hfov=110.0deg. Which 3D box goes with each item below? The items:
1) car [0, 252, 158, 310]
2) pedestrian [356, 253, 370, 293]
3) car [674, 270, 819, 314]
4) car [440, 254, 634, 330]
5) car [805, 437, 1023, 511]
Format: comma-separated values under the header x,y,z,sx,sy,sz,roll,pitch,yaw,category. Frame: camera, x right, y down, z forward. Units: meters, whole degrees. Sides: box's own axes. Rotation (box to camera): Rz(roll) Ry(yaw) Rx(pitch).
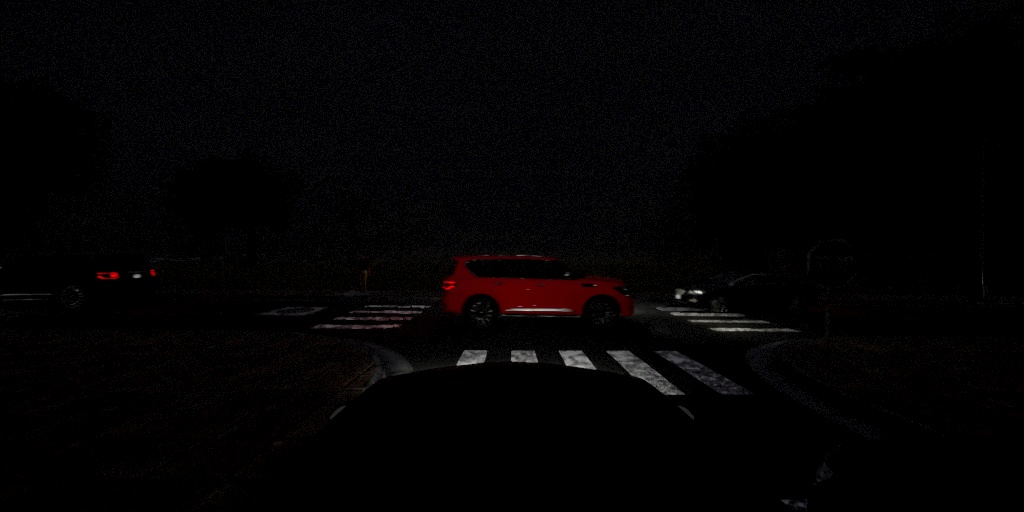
x,y,z,sx,sy,sz,roll,pitch,yaw,category
-16.933,0.856,13.636,5.566,2.045,2.150,0,1,0,car
-6.895,0.757,16.561,0.375,1.860,0.375,0,1,0,pedestrian
8.810,1.306,13.685,4.902,1.511,2.128,1,1,0,car
0.686,0.975,10.742,5.566,2.045,2.150,0,0,0,car
2.639,1.301,0.391,2.007,1.370,4.403,0,0,0,car
